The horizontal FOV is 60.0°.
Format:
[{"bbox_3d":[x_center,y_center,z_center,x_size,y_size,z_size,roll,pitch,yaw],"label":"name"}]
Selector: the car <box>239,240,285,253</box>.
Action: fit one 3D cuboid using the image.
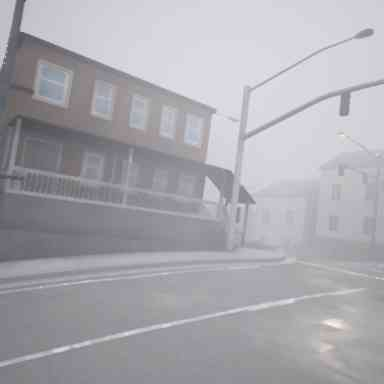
[{"bbox_3d":[5.576,4.830,27.982,2.128,1.511,4.902,10,-14,-35],"label":"car"}]
